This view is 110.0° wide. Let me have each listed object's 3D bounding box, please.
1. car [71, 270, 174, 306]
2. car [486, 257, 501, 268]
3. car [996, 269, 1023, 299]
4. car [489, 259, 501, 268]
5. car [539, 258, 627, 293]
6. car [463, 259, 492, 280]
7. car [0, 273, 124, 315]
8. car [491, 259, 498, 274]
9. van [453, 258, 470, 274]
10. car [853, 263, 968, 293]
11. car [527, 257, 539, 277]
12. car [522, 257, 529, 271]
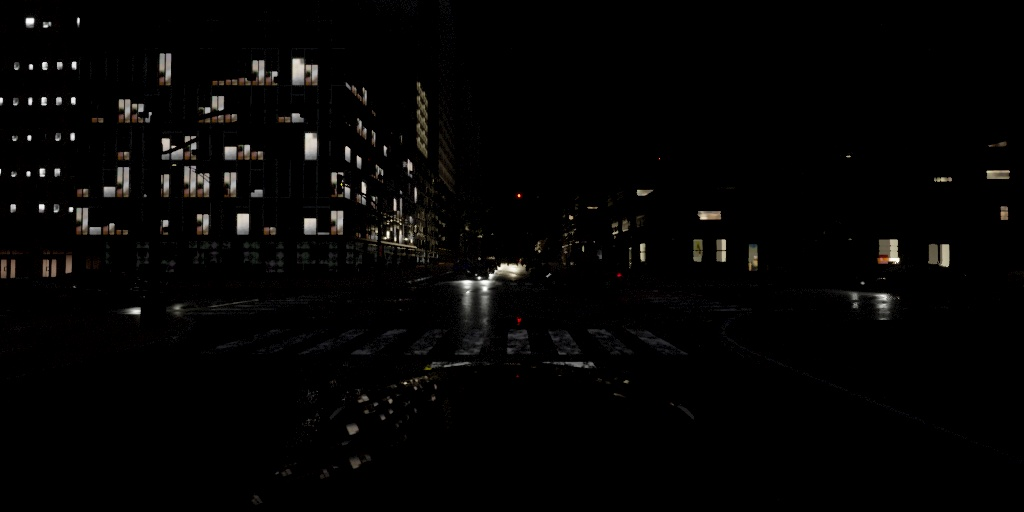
[{"bbox_3d":[-17.868,1.360,15.783,5.008,1.535,1.882,-1,-1,1],"label":"car"},{"bbox_3d":[-3.003,1.305,52.300,2.033,1.411,5.357,0,0,0],"label":"car"},{"bbox_3d":[20.710,0.995,12.734,4.829,1.417,1.751,0,0,1],"label":"car"},{"bbox_3d":[-2.938,1.236,62.720,1.882,1.535,5.008,0,0,1],"label":"car"},{"bbox_3d":[4.187,1.100,20.660,4.553,1.767,2.097,-1,-1,26],"label":"car"},{"bbox_3d":[-3.018,1.281,32.071,1.812,1.442,4.674,0,0,-1],"label":"car"},{"bbox_3d":[-17.398,1.413,13.170,4.207,1.307,1.802,0,0,1],"label":"car"},{"bbox_3d":[-3.024,1.321,42.020,1.994,1.385,4.181,0,0,0],"label":"car"},{"bbox_3d":[-5.618,1.097,40.623,1.690,1.789,3.998,0,0,0],"label":"van"},{"bbox_3d":[20.498,1.099,18.541,4.674,1.442,1.812,-1,-1,1],"label":"car"},{"bbox_3d":[2.752,1.196,34.972,1.967,1.591,4.097,0,0,0],"label":"car"},{"bbox_3d":[2.774,1.072,46.320,2.192,1.841,5.009,0,0,0],"label":"car"}]
